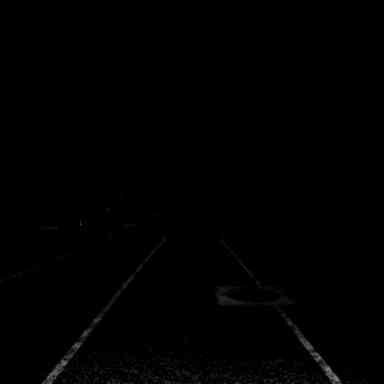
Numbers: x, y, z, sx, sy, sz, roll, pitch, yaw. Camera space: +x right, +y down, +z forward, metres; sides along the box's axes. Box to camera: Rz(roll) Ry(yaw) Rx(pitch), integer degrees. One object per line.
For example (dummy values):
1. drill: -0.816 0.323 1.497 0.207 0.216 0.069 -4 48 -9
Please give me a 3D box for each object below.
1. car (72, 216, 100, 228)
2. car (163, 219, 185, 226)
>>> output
1. car: -18.636 5.239 58.627 2.150 2.045 5.566 -3 -6 23
2. car: -3.553 6.376 69.243 4.902 1.511 2.128 1 -5 -1
